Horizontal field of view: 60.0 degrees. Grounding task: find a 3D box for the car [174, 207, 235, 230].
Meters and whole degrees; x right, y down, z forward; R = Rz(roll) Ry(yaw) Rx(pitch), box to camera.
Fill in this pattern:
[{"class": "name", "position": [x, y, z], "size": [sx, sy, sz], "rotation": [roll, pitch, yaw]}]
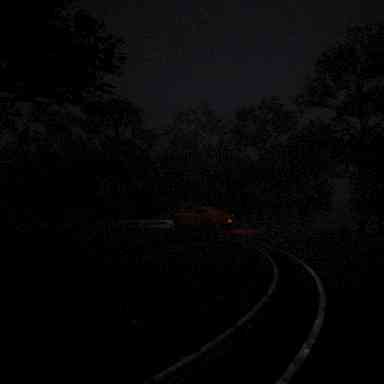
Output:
[{"class": "car", "position": [0.766, 1.826, 24.134], "size": [5.008, 1.535, 1.882], "rotation": [-1, -2, 44]}]
